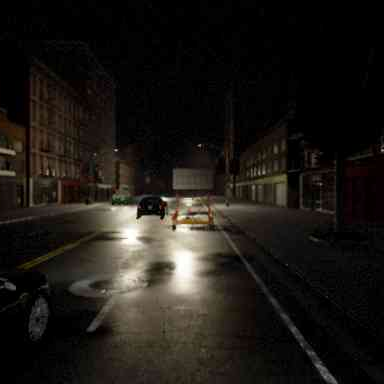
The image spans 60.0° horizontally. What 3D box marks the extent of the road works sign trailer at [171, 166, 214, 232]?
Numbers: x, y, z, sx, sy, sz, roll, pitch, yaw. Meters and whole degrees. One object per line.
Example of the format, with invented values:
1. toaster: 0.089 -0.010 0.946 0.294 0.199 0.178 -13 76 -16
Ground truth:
1. road works sign trailer: 0.045 0.328 18.902 2.380 3.560 2.880 0 0 0

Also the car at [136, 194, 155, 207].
1. car: -6.470 1.142 46.581 1.882 1.535 5.008 0 0 0

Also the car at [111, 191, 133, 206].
1. car: -9.722 0.885 46.514 2.150 2.045 5.566 0 0 0

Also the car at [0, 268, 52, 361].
1. car: -3.130 1.465 3.351 2.128 1.511 4.902 0 0 0

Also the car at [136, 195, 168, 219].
1. car: -3.084 1.159 26.607 2.097 1.767 4.553 0 0 0
